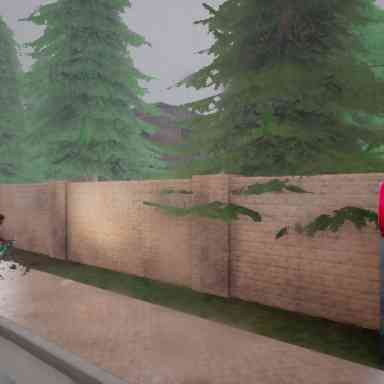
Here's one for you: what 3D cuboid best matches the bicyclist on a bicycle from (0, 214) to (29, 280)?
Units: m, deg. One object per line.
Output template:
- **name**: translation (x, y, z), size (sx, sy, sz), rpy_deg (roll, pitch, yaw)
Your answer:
- **bicyclist on a bicycle**: translation (-4.734, 1.338, 7.851), size (1.656, 1.620, 0.582), rpy_deg (2, -1, -24)
